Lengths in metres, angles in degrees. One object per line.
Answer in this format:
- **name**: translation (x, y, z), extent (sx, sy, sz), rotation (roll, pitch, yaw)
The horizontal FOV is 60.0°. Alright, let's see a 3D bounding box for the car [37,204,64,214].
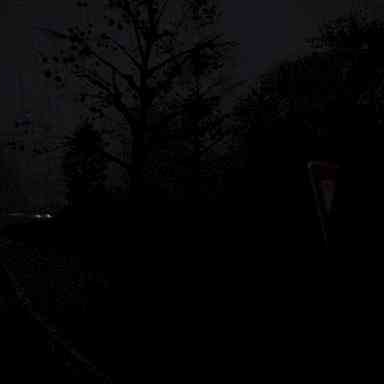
- **car**: translation (-23.084, 2.825, 54.456), extent (1.882, 1.535, 5.008), rotation (-1, -3, 6)

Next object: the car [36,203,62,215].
- **car**: translation (-20.229, 2.392, 47.600), extent (2.097, 1.767, 4.553), rotation (-1, -2, 6)
